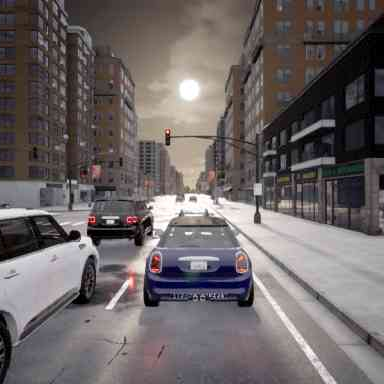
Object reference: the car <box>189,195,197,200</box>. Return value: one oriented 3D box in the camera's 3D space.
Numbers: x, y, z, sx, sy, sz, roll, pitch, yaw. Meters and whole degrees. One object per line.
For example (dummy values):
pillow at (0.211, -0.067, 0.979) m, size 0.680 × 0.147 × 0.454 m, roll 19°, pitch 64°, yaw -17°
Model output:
car at (0.325, 1.497, 88.225) m, size 1.994 × 1.385 × 4.181 m, roll 0°, pitch 0°, yaw 0°

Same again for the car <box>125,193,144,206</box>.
car at (-9.629, 1.248, 56.215) m, size 2.150 × 2.045 × 5.566 m, roll 0°, pitch 0°, yaw 1°

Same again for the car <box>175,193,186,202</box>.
car at (-2.963, 1.584, 77.815) m, size 2.033 × 1.411 × 5.357 m, roll 0°, pitch 0°, yaw 0°

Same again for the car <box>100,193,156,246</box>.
car at (-3.096, 1.225, 15.341) m, size 2.150 × 2.045 × 5.566 m, roll 0°, pitch 0°, yaw 0°

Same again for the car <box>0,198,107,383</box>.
car at (-3.138, 1.222, 4.988) m, size 2.150 × 2.045 × 5.566 m, roll 0°, pitch 0°, yaw 1°

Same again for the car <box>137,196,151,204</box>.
car at (-9.525, 1.598, 66.386) m, size 1.994 × 1.385 × 4.181 m, roll 0°, pitch 0°, yaw 1°

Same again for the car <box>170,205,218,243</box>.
car at (0.118, 1.495, 17.213) m, size 2.128 × 1.511 × 4.902 m, roll 0°, pitch 0°, yaw 1°

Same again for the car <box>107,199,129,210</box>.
car at (-9.711, 1.617, 44.063) m, size 1.895 × 1.301 × 4.718 m, roll 0°, pitch 0°, yaw 1°

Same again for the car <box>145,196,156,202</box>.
car at (-9.469, 1.630, 76.467) m, size 1.895 × 1.301 × 4.718 m, roll 0°, pitch 0°, yaw 0°

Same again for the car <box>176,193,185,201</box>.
car at (-2.925, 1.169, 88.267) m, size 2.150 × 2.045 × 5.566 m, roll 0°, pitch 0°, yaw 0°

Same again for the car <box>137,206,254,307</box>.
car at (0.127, 1.353, 8.145) m, size 2.097 × 1.767 × 4.553 m, roll 0°, pitch 0°, yaw 0°

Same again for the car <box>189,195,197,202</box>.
car at (0.289, 1.569, 78.217) m, size 1.812 × 1.442 × 4.674 m, roll 0°, pitch 0°, yaw 0°

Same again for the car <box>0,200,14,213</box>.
car at (-22.018, 1.597, 36.065) m, size 4.313 × 1.339 × 1.947 m, roll 0°, pitch 0°, yaw 0°
